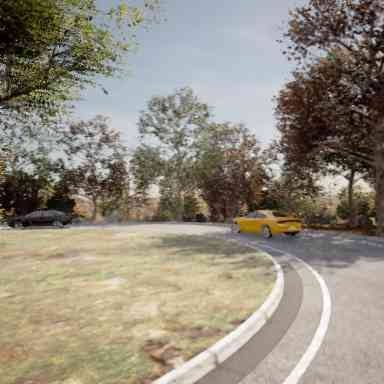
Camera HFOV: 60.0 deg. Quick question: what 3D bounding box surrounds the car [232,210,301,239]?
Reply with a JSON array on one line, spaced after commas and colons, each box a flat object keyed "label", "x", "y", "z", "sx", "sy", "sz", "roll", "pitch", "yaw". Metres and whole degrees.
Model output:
[{"label": "car", "x": 4.301, "y": 1.845, "z": 20.038, "sx": 1.882, "sy": 1.535, "sz": 5.008, "roll": 1, "pitch": -2, "yaw": -26}]

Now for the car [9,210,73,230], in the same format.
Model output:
[{"label": "car", "x": -12.621, "y": 2.272, "z": 27.948, "sx": 5.008, "sy": 1.535, "sz": 1.882, "roll": -1, "pitch": -2, "yaw": -7}]
